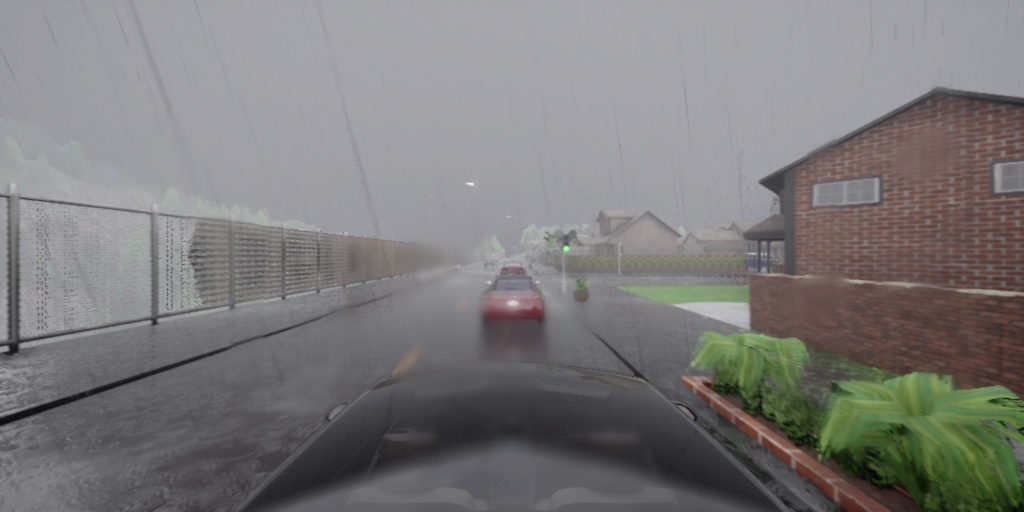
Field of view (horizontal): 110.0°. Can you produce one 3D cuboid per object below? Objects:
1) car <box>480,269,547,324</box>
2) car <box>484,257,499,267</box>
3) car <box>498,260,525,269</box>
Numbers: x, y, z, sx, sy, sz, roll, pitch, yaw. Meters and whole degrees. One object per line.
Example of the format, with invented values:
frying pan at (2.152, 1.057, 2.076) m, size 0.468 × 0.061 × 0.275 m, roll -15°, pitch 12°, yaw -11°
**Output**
car at (0.063, 1.297, 11.893) m, size 1.994 × 1.385 × 4.181 m, roll 0°, pitch 0°, yaw 0°
car at (-4.006, 1.196, 64.836) m, size 2.033 × 1.411 × 5.357 m, roll 0°, pitch 0°, yaw 1°
car at (0.079, 1.183, 29.379) m, size 1.882 × 1.535 × 5.008 m, roll 0°, pitch 0°, yaw 0°
